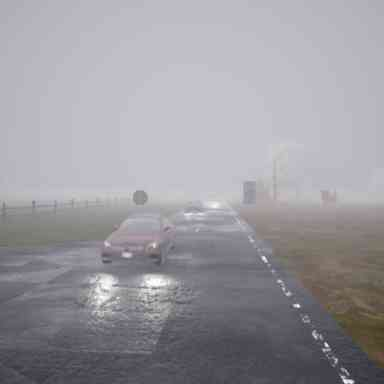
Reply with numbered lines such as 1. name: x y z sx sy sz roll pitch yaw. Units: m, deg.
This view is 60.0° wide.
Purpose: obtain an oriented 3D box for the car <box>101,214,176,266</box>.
1. car: -1.655 1.523 11.740 1.812 1.442 4.674 0 0 5

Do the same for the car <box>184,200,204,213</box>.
1. car: 0.313 1.566 36.602 1.994 1.385 4.181 0 0 5
